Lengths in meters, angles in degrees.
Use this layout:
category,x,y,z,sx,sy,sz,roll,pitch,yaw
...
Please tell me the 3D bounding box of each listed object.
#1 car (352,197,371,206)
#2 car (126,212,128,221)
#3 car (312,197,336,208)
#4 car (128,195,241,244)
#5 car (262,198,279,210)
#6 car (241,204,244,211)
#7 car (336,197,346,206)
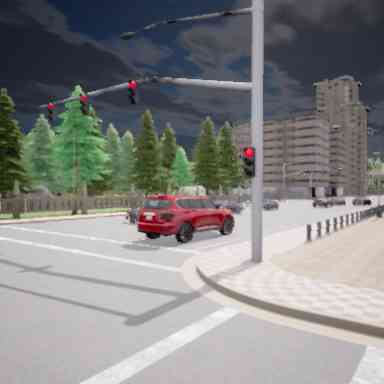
category,x,y,z,sx,sy,sz,roll,pitch,yaw
car,26.659,1.439,52.291,2.033,1.411,5.357,0,0,39
car,-2.584,1.257,24.040,2.097,1.767,4.553,0,0,36
car,18.257,1.413,46.579,1.812,1.442,4.674,0,0,36
car,-0.121,1.163,15.945,2.150,2.045,5.566,0,0,38
car,8.793,1.447,39.768,1.994,1.385,4.181,0,0,36
car,3.047,1.442,31.837,2.033,1.411,5.357,0,0,36
car,23.297,1.441,53.550,1.994,1.385,4.181,0,0,36
